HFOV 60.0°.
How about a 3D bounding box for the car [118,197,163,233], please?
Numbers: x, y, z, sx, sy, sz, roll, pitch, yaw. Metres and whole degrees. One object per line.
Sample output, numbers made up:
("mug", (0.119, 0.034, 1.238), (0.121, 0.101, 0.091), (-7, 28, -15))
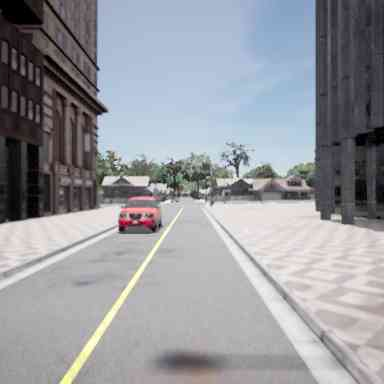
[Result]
("car", (-3.097, 1.320, 20.919), (2.150, 2.045, 5.566), (0, 0, 0))

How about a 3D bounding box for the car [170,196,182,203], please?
("car", (-2.995, 1.509, 61.434), (1.837, 1.490, 4.892), (0, 0, 0))
